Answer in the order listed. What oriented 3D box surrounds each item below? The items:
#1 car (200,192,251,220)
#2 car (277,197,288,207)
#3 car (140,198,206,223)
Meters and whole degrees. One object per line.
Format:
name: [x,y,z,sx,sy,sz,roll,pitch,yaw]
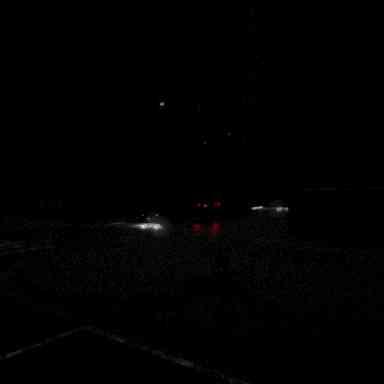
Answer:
car: [2.588,1.056,26.034,2.150,2.045,5.566,-2,-1,36]
car: [13.434,1.358,46.017,1.895,1.301,4.718,-2,-1,36]
car: [-1.502,1.477,25.389,2.033,1.411,5.357,-2,-1,36]
